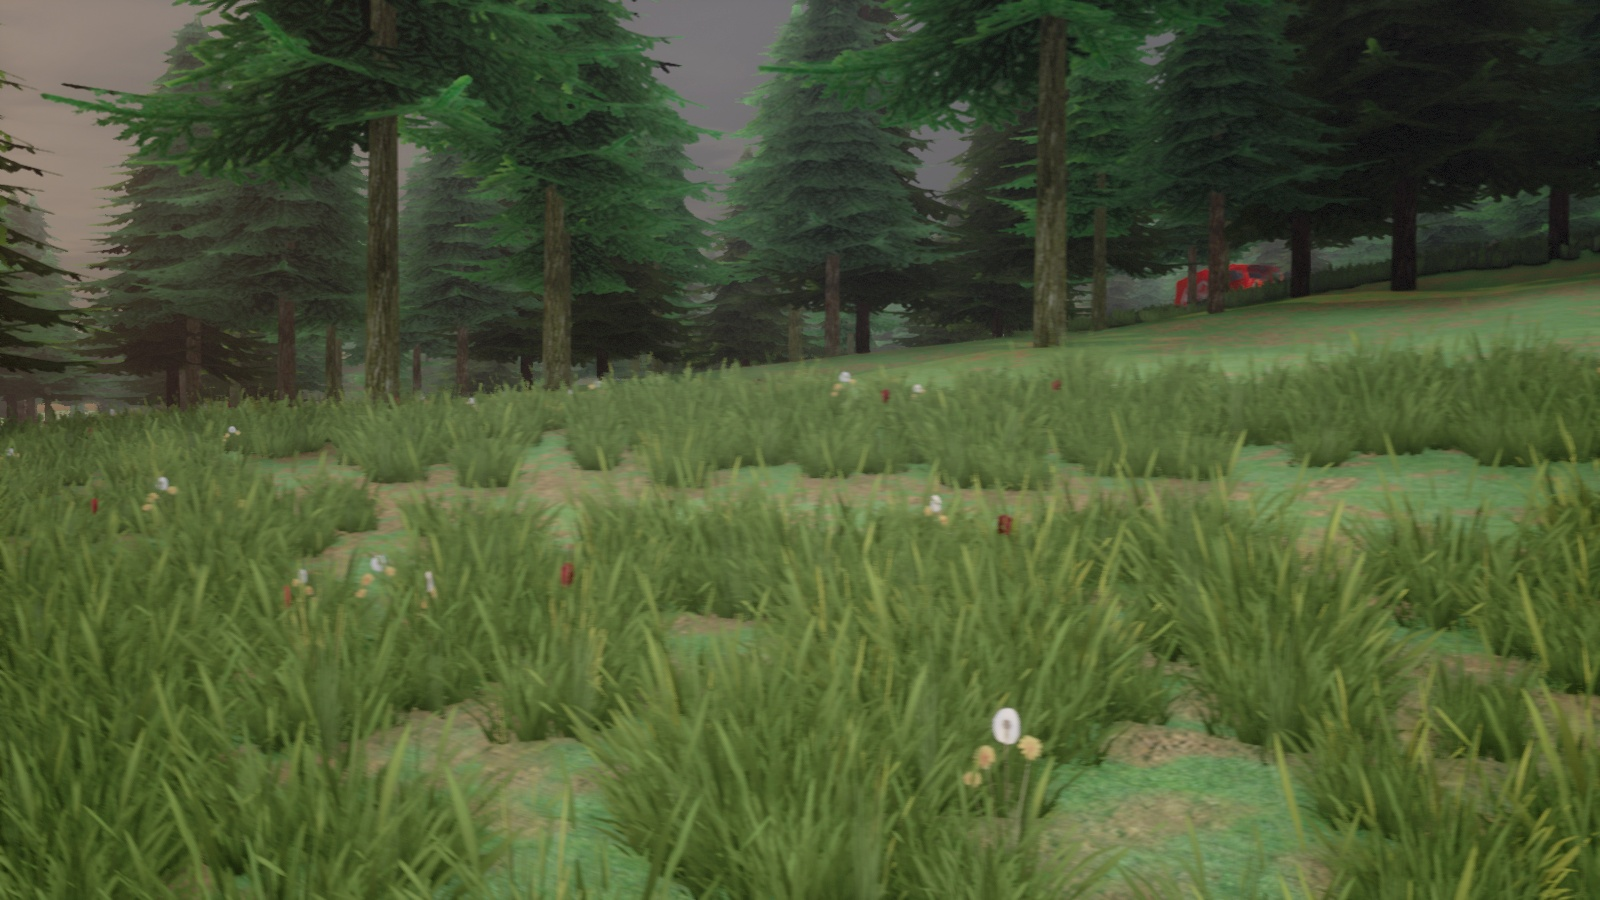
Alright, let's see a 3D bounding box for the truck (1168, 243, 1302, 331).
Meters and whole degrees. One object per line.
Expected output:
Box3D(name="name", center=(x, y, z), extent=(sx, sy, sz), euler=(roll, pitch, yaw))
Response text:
Box3D(name="truck", center=(17.220, -6.395, 50.057), extent=(2.627, 2.467, 5.204), euler=(-1, -4, -11))
